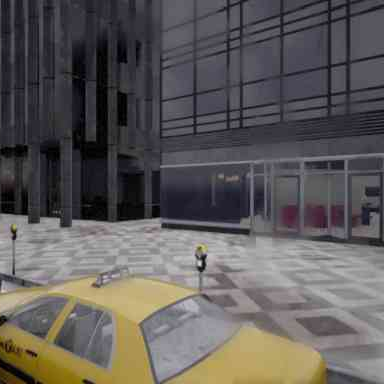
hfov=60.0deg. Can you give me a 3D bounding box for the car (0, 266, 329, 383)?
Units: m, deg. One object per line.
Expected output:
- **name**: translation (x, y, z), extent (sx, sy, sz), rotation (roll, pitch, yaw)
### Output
- **car**: translation (-1.050, 1.525, 3.711), extent (4.829, 1.417, 1.752), rotation (0, 0, 35)
